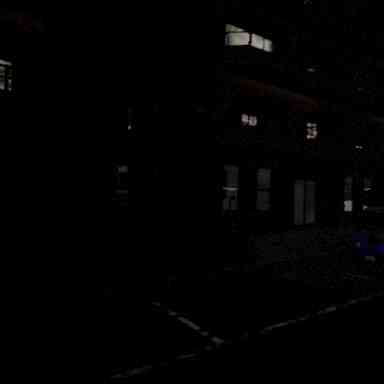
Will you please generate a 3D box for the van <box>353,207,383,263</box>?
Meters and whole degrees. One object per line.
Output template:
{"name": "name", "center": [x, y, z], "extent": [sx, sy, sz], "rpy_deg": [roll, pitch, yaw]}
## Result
{"name": "van", "center": [6.784, 1.354, 10.523], "extent": [3.998, 1.788, 1.690], "rpy_deg": [0, 2, -34]}
